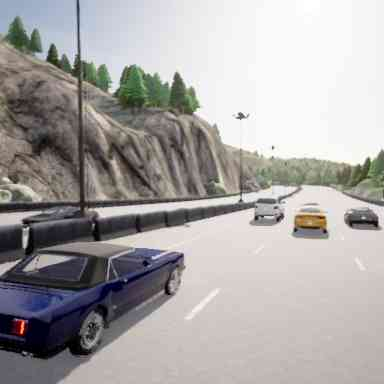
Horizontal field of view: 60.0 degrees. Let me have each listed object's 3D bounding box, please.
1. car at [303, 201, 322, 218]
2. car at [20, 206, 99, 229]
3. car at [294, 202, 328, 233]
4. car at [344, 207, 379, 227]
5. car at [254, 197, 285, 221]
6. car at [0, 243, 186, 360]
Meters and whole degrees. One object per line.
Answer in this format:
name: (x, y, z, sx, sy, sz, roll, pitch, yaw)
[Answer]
car: (12.861, 1.797, 35.480, 1.837, 1.490, 4.892, 1, 0, 20)
car: (-7.850, 1.554, 20.483, 2.033, 1.411, 5.357, 1, 0, 20)
car: (7.637, 1.651, 21.403, 1.882, 1.535, 5.008, 1, 0, 20)
car: (12.837, 1.809, 25.357, 1.994, 1.385, 4.181, 1, 0, 20)
car: (6.953, 1.427, 29.615, 2.150, 2.045, 5.566, 1, 0, 20)
car: (-1.744, 1.608, 6.185, 1.895, 1.301, 4.718, 1, 0, 20)
